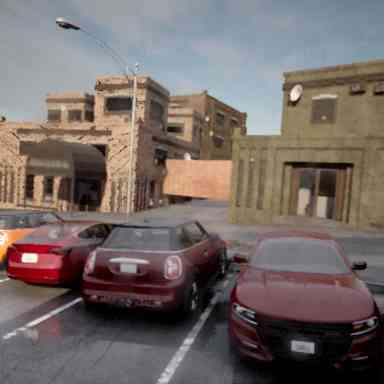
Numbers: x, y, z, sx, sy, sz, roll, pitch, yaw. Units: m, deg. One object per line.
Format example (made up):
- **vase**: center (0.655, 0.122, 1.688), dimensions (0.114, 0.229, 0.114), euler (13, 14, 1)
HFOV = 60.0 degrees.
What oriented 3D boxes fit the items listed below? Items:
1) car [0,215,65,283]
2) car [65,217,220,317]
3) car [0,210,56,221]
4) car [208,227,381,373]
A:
- **car**: center (-2.922, 1.527, 9.531), dimensions (2.163, 1.488, 4.792), euler (0, -1, 15)
- **car**: center (-0.530, 1.364, 7.771), dimensions (2.185, 1.767, 4.553), euler (0, -1, 15)
- **car**: center (-5.348, 1.378, 11.178), dimensions (2.185, 1.767, 4.553), euler (0, -1, 15)
- **car**: center (1.893, 1.483, 6.099), dimensions (2.097, 1.535, 5.008), euler (0, -1, 15)
